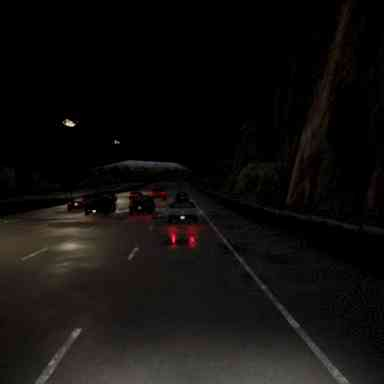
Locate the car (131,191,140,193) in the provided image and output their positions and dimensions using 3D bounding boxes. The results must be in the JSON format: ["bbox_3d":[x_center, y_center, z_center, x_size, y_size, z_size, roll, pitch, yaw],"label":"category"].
[{"bbox_3d":[-8.609,0.624,51.385,1.837,1.490,4.892,-1,1,-2],"label":"car"}]

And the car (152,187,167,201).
[{"bbox_3d":[-5.129,0.265,51.873,2.150,2.045,5.566,-1,1,-2],"label":"car"}]

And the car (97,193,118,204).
[{"bbox_3d":[-11.971,0.857,47.453,1.994,1.385,4.181,-1,2,-2],"label":"car"}]

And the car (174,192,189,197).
[{"bbox_3d":[-1.388,0.720,45.142,2.033,1.411,5.357,-1,2,-2],"label":"car"}]

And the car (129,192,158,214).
[{"bbox_3d":[-4.352,1.081,29.509,1.882,1.535,5.008,-1,1,-2],"label":"car"}]

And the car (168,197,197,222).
[{"bbox_3d":[-0.656,1.269,23.078,1.895,1.301,4.718,-1,1,-1],"label":"car"}]

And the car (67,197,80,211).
[{"bbox_3d":[-11.533,1.172,34.904,1.994,1.385,4.181,-1,1,-2],"label":"car"}]

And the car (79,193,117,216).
[{"bbox_3d":[-7.827,1.189,28.720,1.837,1.490,4.892,-1,2,-2],"label":"car"}]
